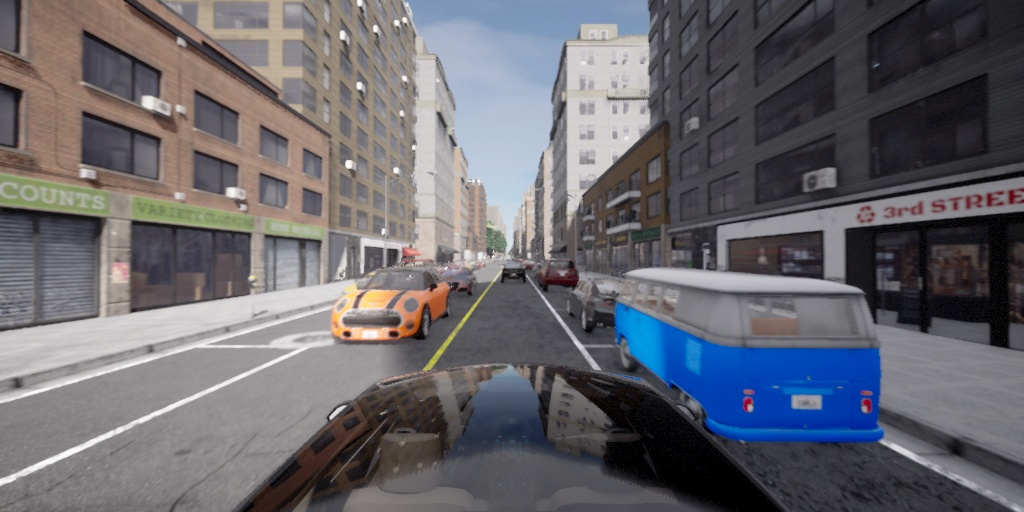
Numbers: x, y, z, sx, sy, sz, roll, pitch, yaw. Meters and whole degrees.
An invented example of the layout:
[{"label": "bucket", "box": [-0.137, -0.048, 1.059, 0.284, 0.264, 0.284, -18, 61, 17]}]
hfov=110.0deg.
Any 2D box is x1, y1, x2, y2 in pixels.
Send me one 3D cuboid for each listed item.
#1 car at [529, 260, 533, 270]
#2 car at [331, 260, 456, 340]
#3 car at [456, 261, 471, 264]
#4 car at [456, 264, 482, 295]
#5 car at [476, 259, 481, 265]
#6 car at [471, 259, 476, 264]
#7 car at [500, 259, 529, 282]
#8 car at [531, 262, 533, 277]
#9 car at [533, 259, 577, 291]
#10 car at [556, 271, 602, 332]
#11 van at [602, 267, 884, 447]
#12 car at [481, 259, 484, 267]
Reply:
[{"label": "car", "box": [2.692, 1.326, 32.570, 2.007, 1.370, 4.403, 0, 0, 0]}, {"label": "car", "box": [-3.058, 1.106, 10.009, 2.097, 1.767, 4.553, 0, 0, 0]}, {"label": "car", "box": [-5.834, 1.223, 38.055, 1.967, 1.591, 4.097, 0, 0, 0]}, {"label": "car", "box": [-2.988, 1.326, 19.588, 1.994, 1.385, 4.181, 0, 0, 0]}, {"label": "car", "box": [-5.827, 1.351, 49.041, 2.007, 1.370, 4.403, 0, 0, 0]}, {"label": "car", "box": [-5.831, 1.317, 43.378, 1.751, 1.417, 4.829, 0, 0, 0]}, {"label": "car", "box": [0.118, 1.249, 29.324, 1.882, 1.535, 5.008, 0, 0, 0]}, {"label": "car", "box": [2.689, 1.335, 27.079, 1.948, 1.339, 4.313, 0, 0, 0]}, {"label": "car", "box": [2.686, 1.079, 21.588, 2.192, 1.841, 5.009, 0, 0, 0]}, {"label": "car", "box": [2.680, 1.306, 10.605, 2.007, 1.370, 4.403, 0, 0, 0]}, {"label": "van", "box": [2.678, 1.093, 5.113, 1.690, 1.789, 3.998, 0, 0, 0]}, {"label": "car", "box": [-5.824, 1.251, 54.533, 1.967, 1.591, 4.097, 0, 0, 0]}]
